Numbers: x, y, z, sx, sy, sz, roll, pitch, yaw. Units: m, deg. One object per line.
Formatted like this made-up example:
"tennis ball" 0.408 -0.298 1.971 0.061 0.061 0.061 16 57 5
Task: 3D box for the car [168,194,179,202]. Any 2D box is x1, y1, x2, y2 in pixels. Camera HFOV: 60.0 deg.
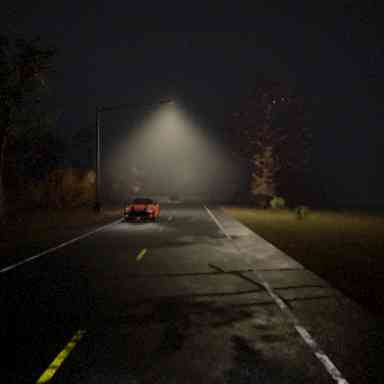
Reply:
"car" -3.517 1.118 65.051 2.033 1.411 5.357 0 0 0

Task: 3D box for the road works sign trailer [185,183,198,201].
"road works sign trailer" -0.004 0.036 64.690 2.380 3.560 2.880 0 0 0

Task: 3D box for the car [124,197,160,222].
"car" -3.600 1.186 24.574 2.097 1.767 4.553 0 0 0
